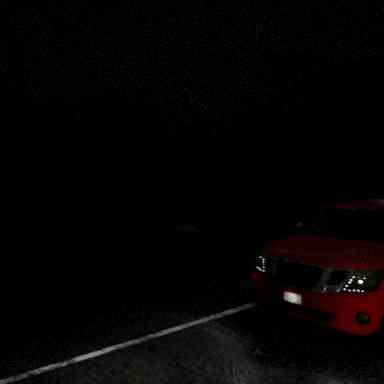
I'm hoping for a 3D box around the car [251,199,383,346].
[{"bbox_3d":[3.603,1.185,6.663,5.566,2.045,2.150,0,1,-40],"label":"car"}]
